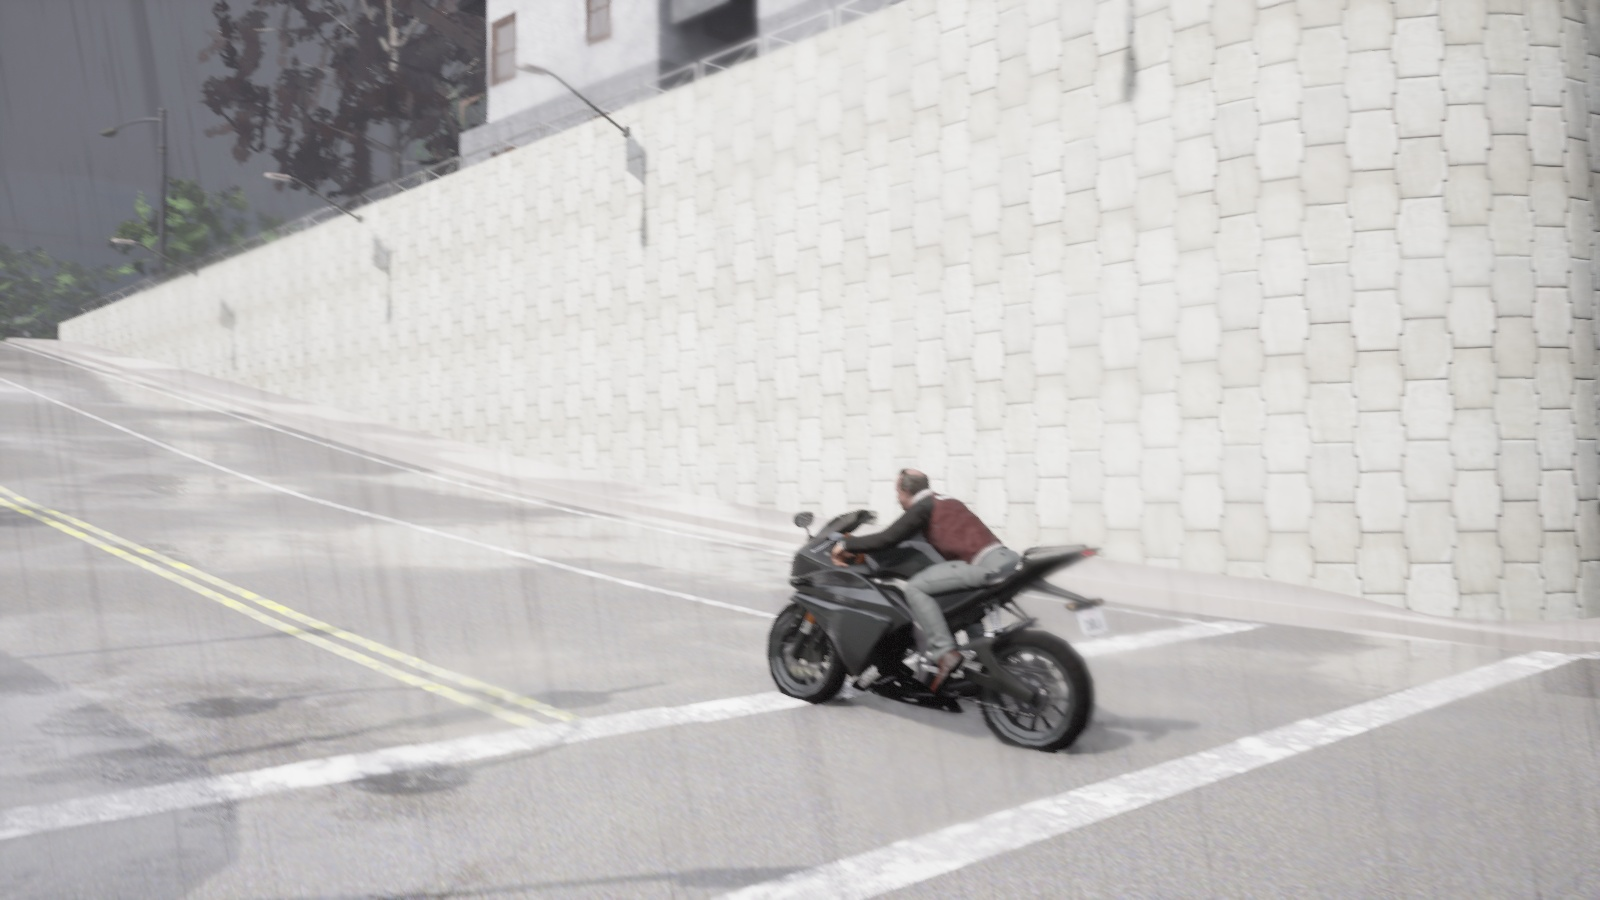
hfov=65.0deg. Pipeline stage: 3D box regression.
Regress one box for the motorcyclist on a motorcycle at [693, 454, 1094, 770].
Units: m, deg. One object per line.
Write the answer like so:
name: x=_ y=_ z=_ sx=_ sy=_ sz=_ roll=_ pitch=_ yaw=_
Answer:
motorcyclist on a motorcycle: x=0.508 y=0.854 z=7.532 sx=2.191 sy=1.530 sz=0.866 roll=4 pitch=1 yaw=36
